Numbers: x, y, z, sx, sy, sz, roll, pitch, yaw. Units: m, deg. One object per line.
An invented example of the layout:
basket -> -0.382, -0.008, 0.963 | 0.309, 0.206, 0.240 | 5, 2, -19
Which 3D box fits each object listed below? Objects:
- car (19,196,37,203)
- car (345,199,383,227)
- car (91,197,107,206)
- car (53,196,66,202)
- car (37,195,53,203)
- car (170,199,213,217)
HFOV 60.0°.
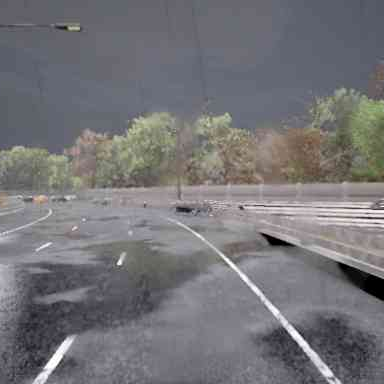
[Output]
car -> -36.646, 1.639, 73.135 | 5.008, 1.535, 1.882 | 0, 0, 44
car -> 12.129, 1.210, 20.870 | 4.553, 1.767, 2.097 | 0, 0, 36
car -> -16.173, 1.606, 57.801 | 1.994, 1.385, 4.181 | 0, 0, -30
car -> -31.200, 1.657, 77.655 | 4.892, 1.490, 1.837 | 0, 0, 44
car -> -34.125, 1.630, 75.563 | 5.008, 1.535, 1.882 | 0, 0, 44
car -> -0.136, 1.457, 32.189 | 2.128, 1.511, 4.902 | 0, 0, -43
